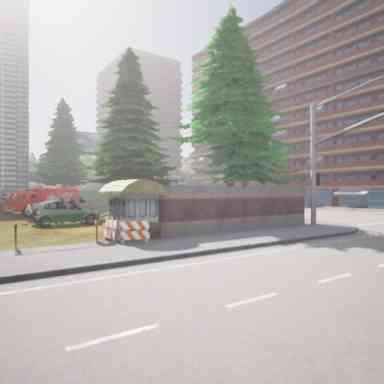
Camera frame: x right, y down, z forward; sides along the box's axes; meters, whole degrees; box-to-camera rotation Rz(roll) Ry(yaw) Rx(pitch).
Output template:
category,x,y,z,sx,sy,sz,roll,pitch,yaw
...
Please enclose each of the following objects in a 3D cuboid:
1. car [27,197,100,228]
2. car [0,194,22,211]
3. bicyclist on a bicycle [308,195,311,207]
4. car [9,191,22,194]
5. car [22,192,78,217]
category,x,y,z,sx,sy,sz,roll,pitch,yaw
car,-7.966,1.330,21.105,3.988,1.617,1.851,0,0,-35
car,-24.987,1.385,43.772,4.193,1.474,1.816,0,0,-35
bicyclist on a bicycle,16.708,1.275,46.520,1.656,1.620,0.582,0,0,-35
car,-26.259,1.195,46.297,3.866,1.878,1.905,0,0,-35
car,-9.979,1.160,25.161,4.605,1.855,1.932,0,0,-35
